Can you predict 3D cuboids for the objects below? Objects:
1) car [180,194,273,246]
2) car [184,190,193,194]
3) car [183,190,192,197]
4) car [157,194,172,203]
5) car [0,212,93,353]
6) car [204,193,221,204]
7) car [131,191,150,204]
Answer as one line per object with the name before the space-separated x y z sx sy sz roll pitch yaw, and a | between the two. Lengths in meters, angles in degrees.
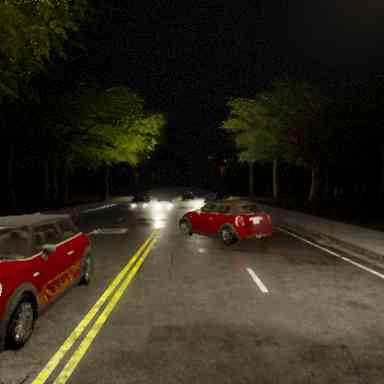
car | 1.320 1.143 14.641 2.097 1.767 4.553 -1 1 -33
car | -0.598 0.663 55.695 2.033 1.411 5.357 0 1 -1
car | -0.979 0.245 75.616 2.033 1.411 5.357 0 1 -1
car | -3.816 0.873 46.825 1.895 1.301 4.718 0 1 -1
car | -3.387 1.266 6.025 2.097 1.767 4.553 0 1 0
car | 2.800 0.864 45.269 1.994 1.385 4.181 0 1 -1
car | -7.047 0.643 45.642 2.097 1.767 4.553 0 1 -1
